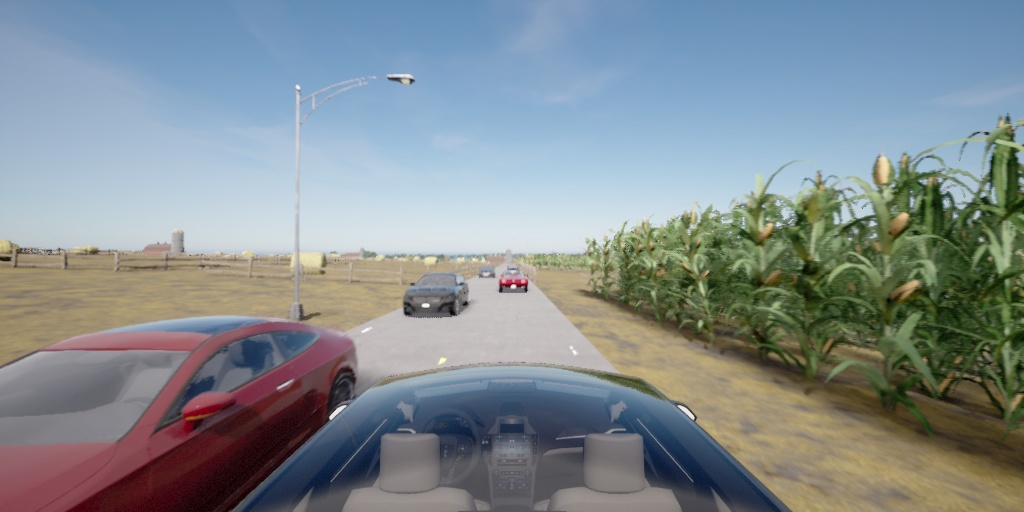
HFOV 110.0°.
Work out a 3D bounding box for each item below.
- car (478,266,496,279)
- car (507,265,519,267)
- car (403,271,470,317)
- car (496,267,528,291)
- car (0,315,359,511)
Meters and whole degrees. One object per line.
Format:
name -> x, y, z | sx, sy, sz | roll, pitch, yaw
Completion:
car -> -2.850, 1.836, 41.780 | 1.812, 1.442, 4.674 | 0, -1, 0
car -> 0.094, 1.813, 42.362 | 2.128, 1.511, 4.902 | 0, -1, 0
car -> -2.843, 1.388, 14.322 | 1.882, 1.535, 5.008 | 0, -1, 0
car -> 0.092, 1.653, 24.631 | 1.895, 1.301, 4.718 | 0, -1, 0
car -> -2.833, 1.290, 2.836 | 1.812, 1.442, 4.674 | 0, -1, 0
